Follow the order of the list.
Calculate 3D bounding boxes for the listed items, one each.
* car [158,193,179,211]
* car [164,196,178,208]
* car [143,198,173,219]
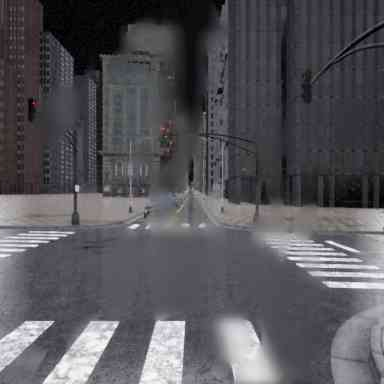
[{"bbox_3d":[-3.121,1.222,40.046,2.150,2.045,5.566,0,0,0],"label":"car"},{"bbox_3d":[-3.117,1.478,50.493,1.882,1.535,5.008,0,0,0],"label":"car"},{"bbox_3d":[-3.117,1.547,29.795,2.033,1.411,5.357,0,0,0],"label":"car"}]
